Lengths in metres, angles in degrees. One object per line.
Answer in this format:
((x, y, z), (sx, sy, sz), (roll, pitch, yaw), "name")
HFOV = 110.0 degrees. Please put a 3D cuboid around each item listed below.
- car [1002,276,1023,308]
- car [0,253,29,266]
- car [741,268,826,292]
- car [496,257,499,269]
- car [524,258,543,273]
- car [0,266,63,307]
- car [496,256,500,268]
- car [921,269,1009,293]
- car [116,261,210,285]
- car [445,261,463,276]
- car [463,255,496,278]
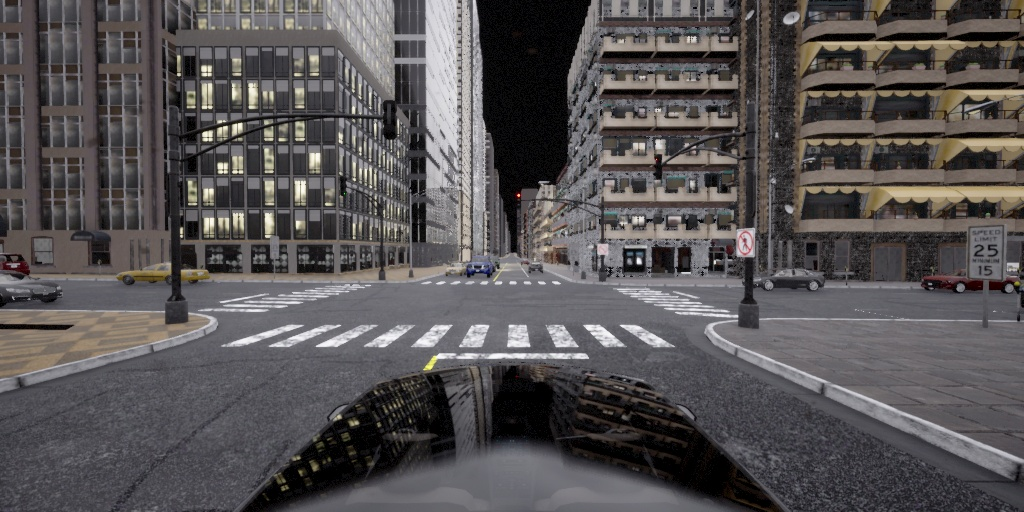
((21.734, 1.576, 13.248), (4.313, 1.339, 1.948), (0, 0, 1), "car")
((-33.580, 0.713, 22.499), (5.009, 1.841, 2.192), (0, 0, 1), "car")
((16.341, 1.376, 21.714), (4.403, 1.370, 2.007), (0, 0, 1), "car")
((-3.023, 1.217, 44.829), (1.882, 1.535, 5.008), (0, 0, 0), "car")
((2.756, 1.290, 42.207), (2.007, 1.370, 4.403), (0, 0, 0), "car")
((-20.267, 1.204, 13.939), (4.403, 1.370, 2.007), (0, 0, 1), "car")
((-3.003, 0.959, 55.385), (2.150, 2.045, 5.566), (0, 0, 0), "car")
((27.406, 1.462, 21.540), (4.507, 1.381, 1.888), (0, 0, 1), "car")
((-21.634, 1.030, 22.275), (4.829, 1.417, 1.751), (0, 0, 1), "car")
((-5.634, 1.266, 36.396), (1.751, 1.417, 4.829), (0, 0, 0), "car")
((-3.047, 0.963, 34.698), (2.150, 2.045, 5.566), (0, 0, 0), "car")
